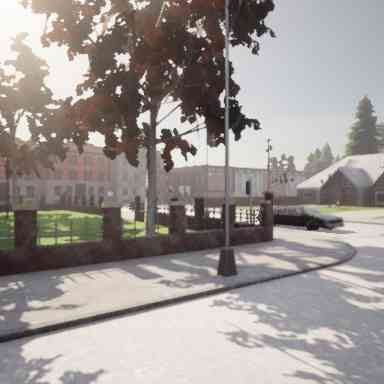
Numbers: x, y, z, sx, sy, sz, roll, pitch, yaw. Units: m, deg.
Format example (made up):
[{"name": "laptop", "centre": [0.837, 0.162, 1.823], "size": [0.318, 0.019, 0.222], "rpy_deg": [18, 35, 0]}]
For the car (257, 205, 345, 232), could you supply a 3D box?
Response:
[{"name": "car", "centre": [6.502, 1.529, 20.548], "size": [2.033, 1.411, 5.357], "rpy_deg": [0, 0, -35]}]

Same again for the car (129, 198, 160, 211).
[{"name": "car", "centre": [-5.385, 1.474, 37.339], "size": [2.128, 1.511, 4.902], "rpy_deg": [0, 0, -35]}]
